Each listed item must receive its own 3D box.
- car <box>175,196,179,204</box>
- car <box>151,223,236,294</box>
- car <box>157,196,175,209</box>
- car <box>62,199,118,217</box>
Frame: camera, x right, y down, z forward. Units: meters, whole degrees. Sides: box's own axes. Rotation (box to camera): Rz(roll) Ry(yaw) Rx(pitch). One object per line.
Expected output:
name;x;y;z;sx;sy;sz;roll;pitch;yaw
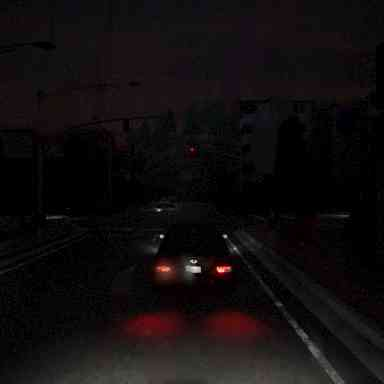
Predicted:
car;-3.666;1.526;66.333;1.812;1.442;4.674;0;0;0
car;0.039;1.547;8.939;2.033;1.411;5.357;0;0;0
car;-3.708;1.527;46.049;1.812;1.442;4.674;0;1;0
car;-8.852;1.354;28.957;4.674;1.442;1.812;0;2;-28
